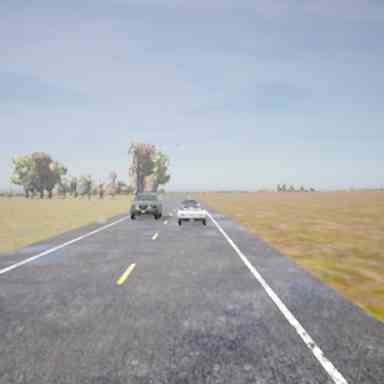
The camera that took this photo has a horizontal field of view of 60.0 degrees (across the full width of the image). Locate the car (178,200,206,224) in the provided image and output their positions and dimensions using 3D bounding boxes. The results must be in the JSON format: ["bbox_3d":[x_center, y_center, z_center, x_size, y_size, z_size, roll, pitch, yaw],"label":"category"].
[{"bbox_3d":[-0.019,1.503,23.597,1.895,1.301,4.718,0,0,-1],"label":"car"}]

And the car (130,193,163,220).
[{"bbox_3d":[-3.656,1.099,27.493,2.150,2.045,5.566,0,0,0],"label":"car"}]

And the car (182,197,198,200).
[{"bbox_3d":[-0.238,1.328,41.498,2.128,1.511,4.902,0,0,-1],"label":"car"}]
